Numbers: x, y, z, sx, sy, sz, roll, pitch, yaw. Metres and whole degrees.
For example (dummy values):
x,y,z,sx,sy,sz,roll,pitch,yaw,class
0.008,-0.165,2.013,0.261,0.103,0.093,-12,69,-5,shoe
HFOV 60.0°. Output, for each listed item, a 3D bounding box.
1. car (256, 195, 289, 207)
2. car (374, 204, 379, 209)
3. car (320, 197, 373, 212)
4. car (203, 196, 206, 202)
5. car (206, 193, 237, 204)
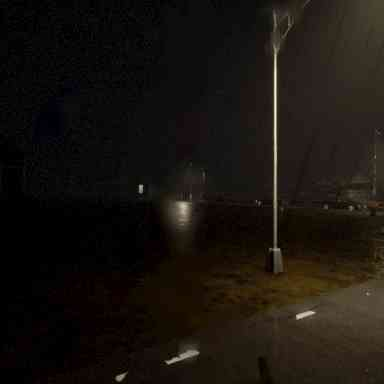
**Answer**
x,y,z,sx,sy,sz,roll,pitch,yaw,class
10.653,1.177,44.268,1.837,1.490,4.892,2,0,-35,car
18.950,1.482,38.818,1.895,1.301,4.718,2,0,-34,car
16.400,1.292,36.148,1.837,1.490,4.892,2,0,-35,car
3.929,0.971,60.175,2.097,1.767,4.553,2,-1,-35,car
4.891,1.174,52.417,1.895,1.301,4.718,2,-1,-35,car
